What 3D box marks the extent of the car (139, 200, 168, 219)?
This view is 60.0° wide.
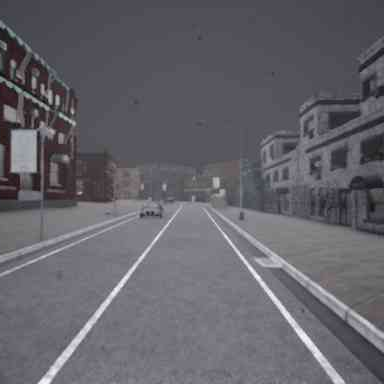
[{"bbox_3d":[-3.598,1.674,30.603,1.994,1.385,4.181,0,0,0],"label":"car"}]

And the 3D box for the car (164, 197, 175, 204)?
[{"bbox_3d":[-4.887,1.785,71.095,2.033,1.411,5.357,0,0,-12],"label":"car"}]
